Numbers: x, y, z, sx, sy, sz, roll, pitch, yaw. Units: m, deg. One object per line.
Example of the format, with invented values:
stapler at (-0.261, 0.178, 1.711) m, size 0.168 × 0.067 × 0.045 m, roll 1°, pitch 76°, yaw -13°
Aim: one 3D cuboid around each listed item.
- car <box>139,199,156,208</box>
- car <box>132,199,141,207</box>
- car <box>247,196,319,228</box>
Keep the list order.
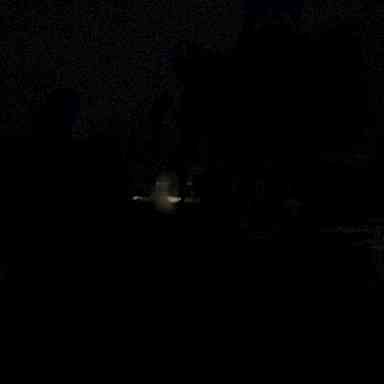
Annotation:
car at (-4.355, 1.868, 40.482) m, size 1.895 × 1.301 × 4.718 m, roll -1°, pitch 0°, yaw -31°
car at (-8.949, 1.849, 54.249) m, size 1.837 × 1.490 × 4.892 m, roll -1°, pitch 0°, yaw -28°
car at (6.262, 1.347, 23.649) m, size 2.150 × 2.045 × 5.566 m, roll -1°, pitch 0°, yaw -31°
